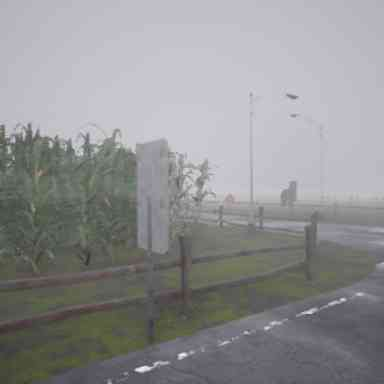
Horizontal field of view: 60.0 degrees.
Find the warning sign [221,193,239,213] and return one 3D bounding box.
[{"bbox_3d":[3.608,0.990,31.836,1.300,1.860,1.060,-1,0,-36],"label":"warning sign"}]
